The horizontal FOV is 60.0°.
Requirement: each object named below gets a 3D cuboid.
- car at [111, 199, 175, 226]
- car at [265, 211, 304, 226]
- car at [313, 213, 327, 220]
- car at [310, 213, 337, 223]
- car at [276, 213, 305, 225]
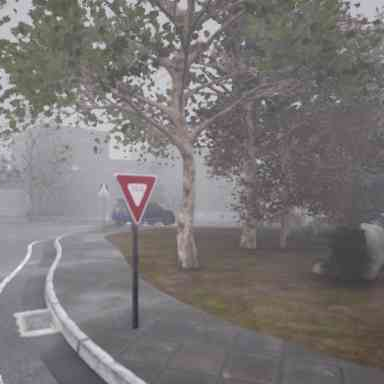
[{"bbox_3d":[-3.714,1.659,26.144,2.150,2.045,5.566,-1,-5,38],"label":"car"},{"bbox_3d":[11.103,3.084,40.506,5.566,2.045,2.150,5,-4,-42],"label":"car"},{"bbox_3d":[19.240,4.013,47.970,4.892,1.490,1.837,3,-2,-42],"label":"car"},{"bbox_3d":[21.635,4.255,54.516,4.902,1.511,2.128,3,-2,-42],"label":"car"},{"bbox_3d":[14.207,3.863,47.676,4.674,1.442,1.812,4,-3,-42],"label":"car"}]
